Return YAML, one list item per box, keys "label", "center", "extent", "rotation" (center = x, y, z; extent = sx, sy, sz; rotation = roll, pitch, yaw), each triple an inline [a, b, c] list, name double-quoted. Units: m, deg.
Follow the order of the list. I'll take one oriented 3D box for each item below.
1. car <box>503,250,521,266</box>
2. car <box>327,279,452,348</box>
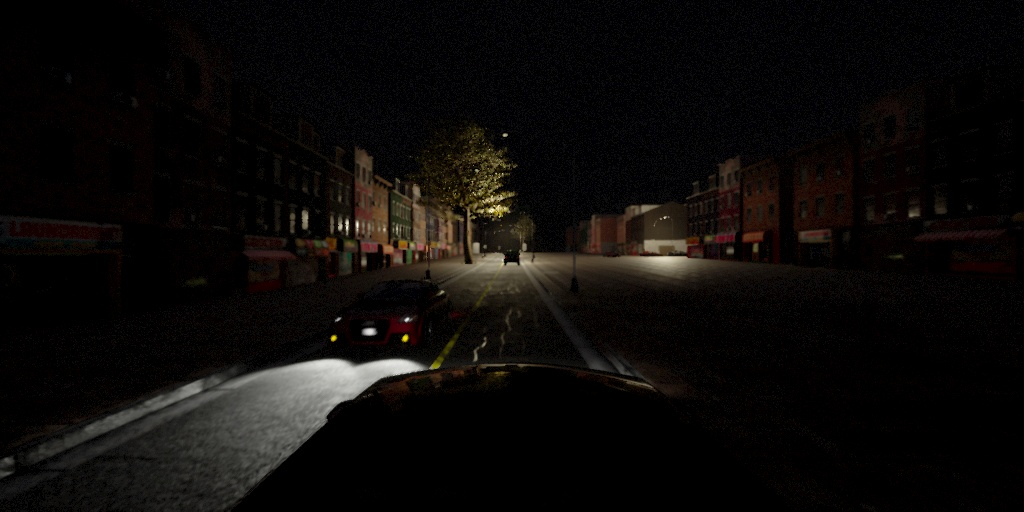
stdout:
- label: "car"
  center: [-0.005, 0.253, 48.880]
  extent: [2.150, 2.045, 5.566]
  rotation: [0, 1, 0]
- label: "car"
  center: [-2.780, 1.290, 9.024]
  extent: [1.994, 1.385, 4.181]
  rotation: [0, 0, 1]
